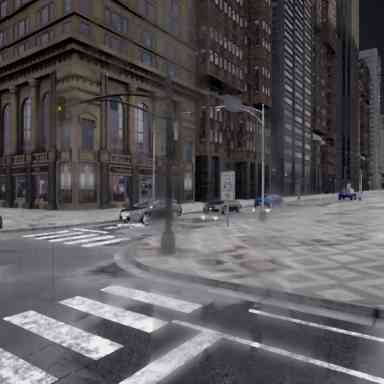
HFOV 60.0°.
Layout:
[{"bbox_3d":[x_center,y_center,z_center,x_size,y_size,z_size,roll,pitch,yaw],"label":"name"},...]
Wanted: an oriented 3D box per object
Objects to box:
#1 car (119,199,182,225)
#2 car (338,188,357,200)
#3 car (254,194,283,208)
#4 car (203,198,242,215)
[{"bbox_3d":[-2.616,1.236,21.893,2.128,1.511,4.902,0,1,36],"label":"car"},{"bbox_3d":[27.047,0.361,57.845,2.150,2.045,5.566,0,1,36],"label":"car"},{"bbox_3d":[8.749,0.961,37.766,1.882,1.535,5.008,0,1,36],"label":"car"},{"bbox_3d":[2.718,1.185,29.342,1.994,1.385,4.181,0,1,36],"label":"car"}]
